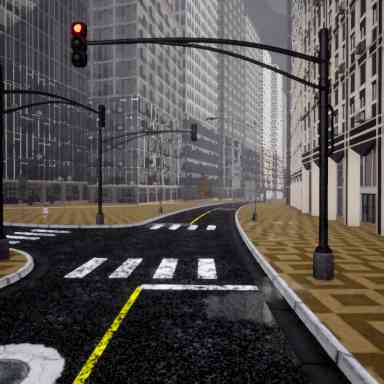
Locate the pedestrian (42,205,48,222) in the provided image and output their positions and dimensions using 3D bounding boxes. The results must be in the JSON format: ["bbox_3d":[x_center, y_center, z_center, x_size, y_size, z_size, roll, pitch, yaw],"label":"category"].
[{"bbox_3d":[-9.295,1.345,21.045,0.500,1.100,0.500,0,0,17],"label":"pedestrian"}]
